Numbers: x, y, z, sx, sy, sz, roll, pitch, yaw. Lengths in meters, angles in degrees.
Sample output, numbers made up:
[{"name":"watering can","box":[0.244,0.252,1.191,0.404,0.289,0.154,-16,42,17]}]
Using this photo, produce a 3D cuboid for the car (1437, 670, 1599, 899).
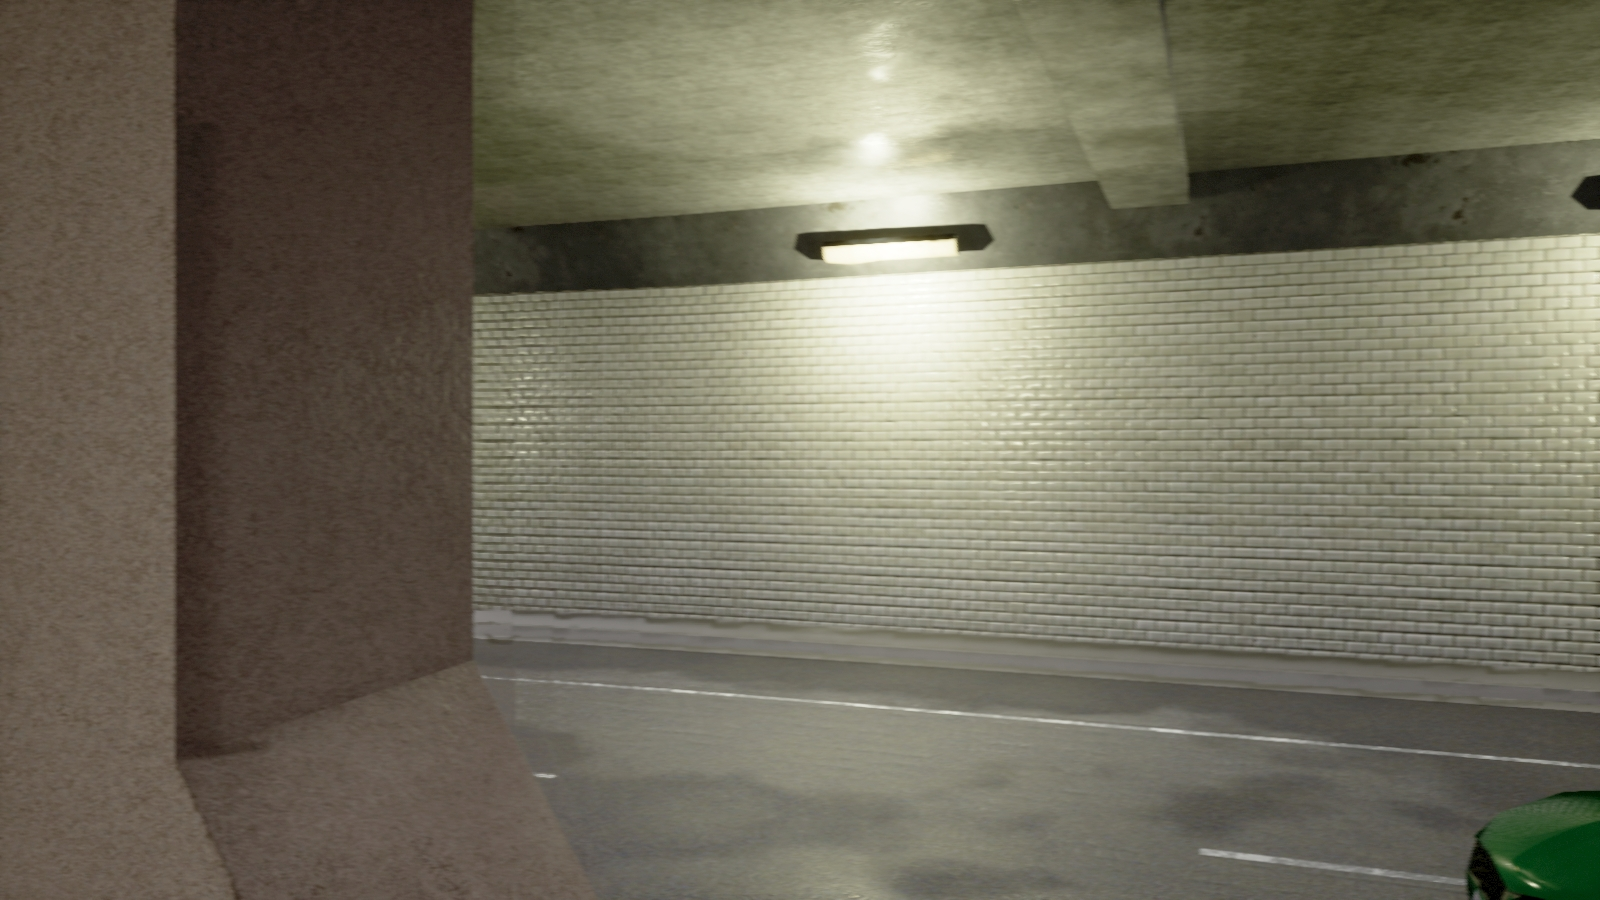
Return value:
[{"name":"car","box":[5.718,2.061,4.956,4.892,1.480,2.231,0,0,21]}]
